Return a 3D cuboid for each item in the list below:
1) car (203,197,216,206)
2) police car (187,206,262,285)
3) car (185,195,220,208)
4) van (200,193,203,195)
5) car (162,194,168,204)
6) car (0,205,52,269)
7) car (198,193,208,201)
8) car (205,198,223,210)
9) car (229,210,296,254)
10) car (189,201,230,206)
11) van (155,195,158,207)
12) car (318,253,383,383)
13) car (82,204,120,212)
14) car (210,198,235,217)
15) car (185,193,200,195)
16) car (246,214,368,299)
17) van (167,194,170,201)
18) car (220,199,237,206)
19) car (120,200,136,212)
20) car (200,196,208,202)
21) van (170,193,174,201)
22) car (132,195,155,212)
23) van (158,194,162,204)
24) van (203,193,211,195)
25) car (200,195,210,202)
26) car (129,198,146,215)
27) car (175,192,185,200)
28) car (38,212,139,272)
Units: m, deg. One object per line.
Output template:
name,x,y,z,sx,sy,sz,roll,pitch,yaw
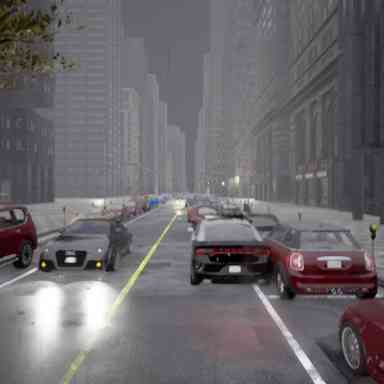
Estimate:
car,2.744,1.477,53.810,1.887,1.381,4.507,0,0,0
police car,0.897,1.411,9.553,1.930,1.638,5.238,0,0,0
car,0.721,1.312,25.405,2.097,1.767,4.553,0,0,0
van,2.741,1.267,59.487,1.690,1.788,3.998,0,0,0
car,-5.783,1.508,59.475,1.802,1.307,4.206,0,0,0
car,-5.766,1.302,8.377,2.192,1.841,5.009,0,0,0
car,2.734,1.222,82.197,2.192,1.841,5.009,0,0,0
car,2.748,1.495,42.455,2.008,1.369,4.403,0,0,0
car,2.757,1.545,14.067,1.947,1.339,4.313,0,0,0
car,0.894,1.498,19.444,1.812,1.442,4.674,0,0,0
van,-5.778,1.285,42.443,1.690,1.788,3.998,0,0,0
car,2.761,1.577,2.711,1.802,1.307,4.206,0,0,0
car,-5.770,1.497,19.563,1.752,1.417,4.829,0,0,0
car,2.751,1.398,31.099,1.967,1.590,4.097,0,0,0
car,-0.020,1.402,61.899,1.882,1.535,5.008,0,0,0
car,2.759,1.427,8.389,1.967,1.590,4.097,0,0,0
van,-5.786,1.262,65.153,1.690,1.788,3.998,0,0,0
car,2.753,1.515,25.422,2.008,1.369,4.403,0,0,0
car,-5.772,1.547,25.411,1.802,1.307,4.206,0,0,0
car,2.736,1.494,76.520,1.802,1.307,4.206,0,0,0
van,-5.789,1.253,76.507,1.690,1.788,3.998,0,0,0
car,-5.776,1.266,36.765,2.192,1.841,5.009,0,0,0
van,-5.780,1.279,48.120,1.690,1.788,3.998,0,0,0
van,2.745,1.279,48.133,1.690,1.788,3.998,0,0,0
car,2.738,1.356,70.842,1.967,1.590,4.097,0,0,0
car,-5.774,1.539,31.088,1.802,1.307,4.206,0,0,0
car,-3.028,1.414,87.345,1.837,1.490,4.892,0,0,0
car,-3.105,1.548,10.513,1.994,1.385,4.181,0,0,0
